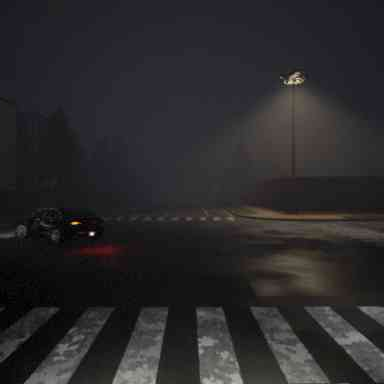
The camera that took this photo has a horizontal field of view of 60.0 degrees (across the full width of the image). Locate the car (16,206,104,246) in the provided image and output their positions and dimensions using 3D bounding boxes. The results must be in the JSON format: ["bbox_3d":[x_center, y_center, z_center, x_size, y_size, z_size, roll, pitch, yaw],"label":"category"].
[{"bbox_3d":[-5.890,1.369,14.640,4.892,1.490,1.837,1,-1,38],"label":"car"}]
